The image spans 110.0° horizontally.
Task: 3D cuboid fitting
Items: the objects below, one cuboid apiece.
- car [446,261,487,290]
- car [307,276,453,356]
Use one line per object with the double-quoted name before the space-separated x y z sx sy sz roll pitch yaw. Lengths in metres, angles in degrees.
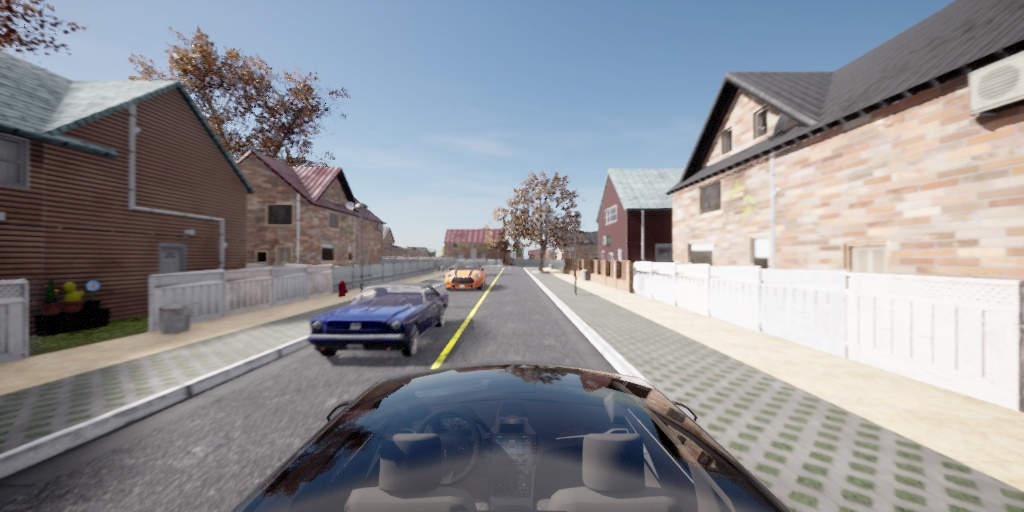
"car" -2.756 1.099 22.238 2.097 1.767 4.553 0 0 0
"car" -2.837 1.347 8.713 1.895 1.301 4.718 0 0 0
